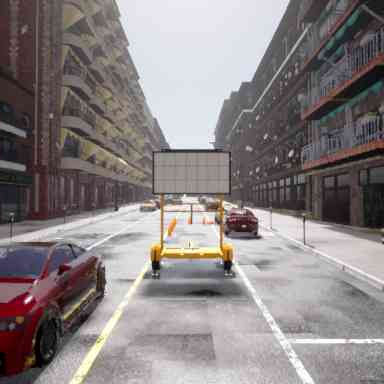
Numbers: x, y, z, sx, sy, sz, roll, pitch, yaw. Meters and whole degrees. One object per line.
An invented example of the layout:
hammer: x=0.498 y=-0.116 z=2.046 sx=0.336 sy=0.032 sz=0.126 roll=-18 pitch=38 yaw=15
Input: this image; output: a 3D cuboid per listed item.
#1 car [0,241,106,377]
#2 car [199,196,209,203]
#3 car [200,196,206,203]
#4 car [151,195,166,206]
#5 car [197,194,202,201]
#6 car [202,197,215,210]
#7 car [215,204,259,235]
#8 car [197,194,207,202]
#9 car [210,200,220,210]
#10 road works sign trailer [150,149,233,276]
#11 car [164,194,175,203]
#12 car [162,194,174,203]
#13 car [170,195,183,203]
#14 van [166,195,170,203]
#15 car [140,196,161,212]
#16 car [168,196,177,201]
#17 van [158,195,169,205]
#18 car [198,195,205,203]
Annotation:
car: x=-2.852 y=1.567 z=5.616 sx=1.994 sy=1.385 sz=4.181 roll=0 pitch=0 yaw=0
car: x=2.585 y=1.627 z=74.018 sx=1.967 sy=1.590 sz=4.097 roll=1 pitch=0 yaw=0
car: x=2.579 y=1.635 z=46.364 sx=2.008 sy=1.369 sz=4.403 roll=1 pitch=0 yaw=0
car: x=-5.295 y=1.400 z=46.426 sx=2.192 sy=1.841 sz=5.009 roll=2 pitch=0 yaw=0
car: x=2.576 y=1.707 z=68.486 sx=1.887 sy=1.381 sz=4.507 roll=1 pitch=0 yaw=0
car: x=2.580 y=1.614 z=40.832 sx=1.887 sy=1.381 sz=4.507 roll=1 pitch=0 yaw=0
car: x=2.583 y=1.565 z=18.710 sx=1.887 sy=1.381 sz=4.507 roll=1 pitch=0 yaw=0
car: x=2.545 y=1.552 z=85.080 sx=2.192 sy=1.841 sz=5.009 roll=1 pitch=0 yaw=0
car: x=2.583 y=1.555 z=24.412 sx=1.752 sy=1.417 sz=4.829 roll=1 pitch=0 yaw=0
road works sign trailer: x=-0.011 y=0.473 z=10.382 sx=2.380 sy=3.560 sz=2.880 roll=0 pitch=0 yaw=0
car: x=-5.300 y=1.527 z=79.608 sx=2.192 sy=1.841 sz=5.009 roll=1 pitch=0 yaw=0
car: x=-5.299 y=1.502 z=74.078 sx=2.192 sy=1.841 sz=5.009 roll=1 pitch=0 yaw=0
car: x=-2.757 y=1.657 z=60.642 sx=1.812 sy=1.442 sz=4.674 roll=0 pitch=0 yaw=0
van: x=-5.297 y=1.460 z=57.485 sx=1.690 sy=1.788 sz=3.998 roll=2 pitch=0 yaw=0
car: x=-5.300 y=1.595 z=40.724 sx=1.752 sy=1.417 sz=4.829 roll=2 pitch=0 yaw=0
car: x=-5.308 y=1.832 z=90.669 sx=1.947 sy=1.339 sz=4.313 roll=1 pitch=0 yaw=0
van: x=-5.299 y=1.482 z=63.017 sx=1.690 sy=1.788 sz=3.998 roll=1 pitch=0 yaw=0
car: x=2.577 y=1.685 z=62.956 sx=1.887 sy=1.381 sz=4.507 roll=1 pitch=0 yaw=0
